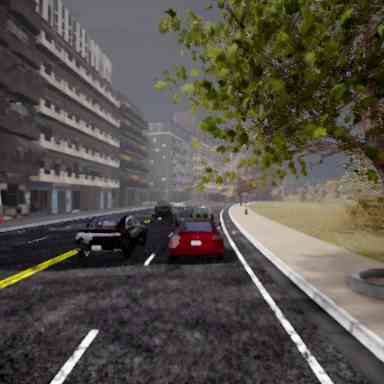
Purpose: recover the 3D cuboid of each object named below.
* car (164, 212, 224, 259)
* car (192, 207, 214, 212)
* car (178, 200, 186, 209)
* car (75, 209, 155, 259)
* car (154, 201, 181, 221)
[{"bbox_3d":[0.215,1.710,13.246,1.994,1.385,4.181,0,-1,2],"label":"car"},{"bbox_3d":[0.910,1.911,27.818,1.895,1.301,4.718,0,-1,4],"label":"car"},{"bbox_3d":[-2.373,2.260,60.085,1.812,1.442,4.674,0,-1,8],"label":"car"},{"bbox_3d":[-3.037,1.640,13.342,2.128,1.511,4.902,0,0,2],"label":"car"},{"bbox_3d":[-2.313,1.823,28.263,1.837,1.490,4.892,0,0,4],"label":"car"}]
